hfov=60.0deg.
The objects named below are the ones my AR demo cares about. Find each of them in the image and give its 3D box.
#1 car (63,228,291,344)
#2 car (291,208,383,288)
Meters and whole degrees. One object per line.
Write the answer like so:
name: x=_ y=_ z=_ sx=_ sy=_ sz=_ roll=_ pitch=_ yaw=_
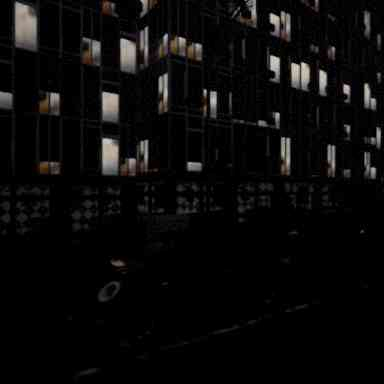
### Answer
car: x=-0.271 y=1.471 z=6.375 sx=4.097 sy=1.590 sz=1.967 roll=1 pitch=-1 yaw=-35
car: x=4.357 y=1.400 z=9.675 sx=5.009 sy=1.841 sz=2.192 roll=1 pitch=-1 yaw=-35
